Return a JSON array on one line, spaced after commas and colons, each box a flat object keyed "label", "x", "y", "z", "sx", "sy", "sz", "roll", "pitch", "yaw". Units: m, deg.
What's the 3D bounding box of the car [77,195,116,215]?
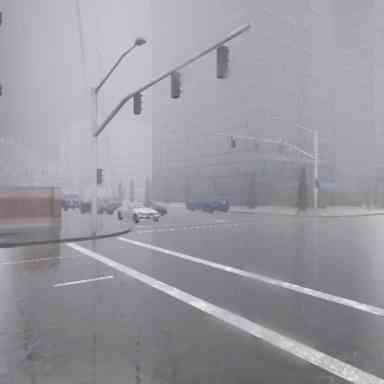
[{"label": "car", "x": -9.521, "y": 1.352, "z": 33.195, "sx": 2.097, "sy": 1.767, "sz": 4.553, "roll": 0, "pitch": 0, "yaw": -36}]

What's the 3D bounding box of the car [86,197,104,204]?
[{"label": "car", "x": -18.878, "y": 1.601, "z": 64.602, "sx": 1.895, "sy": 1.301, "sz": 4.718, "roll": 0, "pitch": 0, "yaw": -36}]

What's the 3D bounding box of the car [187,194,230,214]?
[{"label": "car", "x": 1.677, "y": 1.221, "z": 35.775, "sx": 2.150, "sy": 2.045, "sz": 5.566, "roll": 0, "pitch": 0, "yaw": -34}]

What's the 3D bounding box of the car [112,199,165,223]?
[{"label": "car", "x": -4.292, "y": 1.526, "z": 25.899, "sx": 1.812, "sy": 1.442, "sz": 4.674, "roll": 0, "pitch": 0, "yaw": -36}]

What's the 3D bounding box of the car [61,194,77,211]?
[{"label": "car", "x": -15.121, "y": 1.221, "z": 41.007, "sx": 2.150, "sy": 2.045, "sz": 5.566, "roll": 0, "pitch": 0, "yaw": -36}]

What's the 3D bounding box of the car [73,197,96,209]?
[{"label": "car", "x": -15.419, "y": 1.526, "z": 47.450, "sx": 1.812, "sy": 1.442, "sz": 4.674, "roll": 0, "pitch": 0, "yaw": -35}]

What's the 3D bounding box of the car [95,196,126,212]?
[{"label": "car", "x": -9.786, "y": 1.352, "z": 39.571, "sx": 2.097, "sy": 1.767, "sz": 4.553, "roll": 0, "pitch": 0, "yaw": -36}]

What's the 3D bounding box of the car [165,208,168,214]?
[{"label": "car", "x": -4.404, "y": 1.547, "z": 32.061, "sx": 2.033, "sy": 1.411, "sz": 5.357, "roll": 0, "pitch": 0, "yaw": -36}]
